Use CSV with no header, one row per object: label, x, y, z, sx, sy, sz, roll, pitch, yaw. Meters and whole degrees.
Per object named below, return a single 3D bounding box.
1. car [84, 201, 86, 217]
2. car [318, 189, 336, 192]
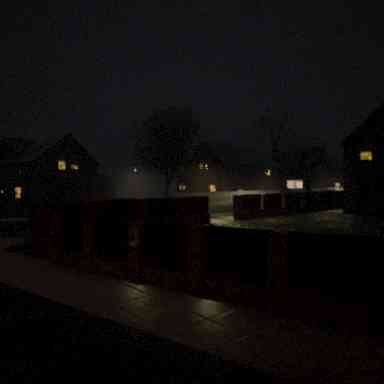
car,-6.405,1.297,20.816,5.357,1.411,2.033,-2,2,-40
car,16.660,0.456,40.130,4.553,1.767,2.097,-2,2,-39
